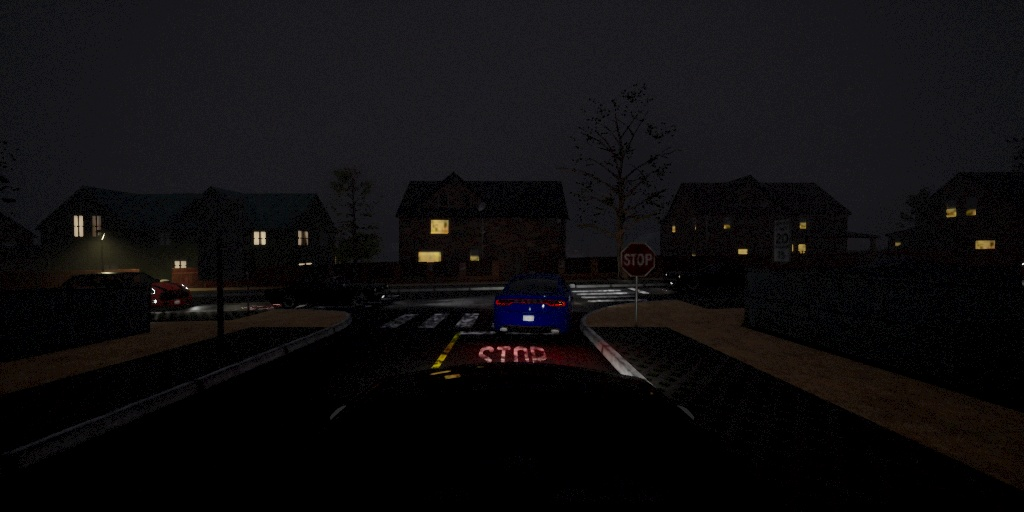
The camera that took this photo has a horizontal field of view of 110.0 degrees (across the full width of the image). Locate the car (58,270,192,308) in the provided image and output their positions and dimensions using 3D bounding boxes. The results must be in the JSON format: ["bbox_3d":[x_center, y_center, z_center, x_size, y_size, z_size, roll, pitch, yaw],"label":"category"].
[{"bbox_3d":[-16.798,1.472,15.572,4.553,1.767,2.097,-1,1,0],"label":"car"}]

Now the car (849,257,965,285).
[{"bbox_3d":[20.057,0.753,18.541,5.357,1.411,2.033,-1,1,0],"label":"car"}]

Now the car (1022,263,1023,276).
[{"bbox_3d":[29.567,0.335,18.532,4.553,1.767,2.097,-1,1,0],"label":"car"}]

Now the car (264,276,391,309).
[{"bbox_3d":[-7.810,1.506,15.579,4.718,1.301,1.895,-1,1,0],"label":"car"}]

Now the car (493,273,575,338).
[{"bbox_3d":[0.787,1.227,10.371,1.882,1.535,5.008,0,0,10],"label":"car"}]

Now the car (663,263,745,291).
[{"bbox_3d":[10.412,1.034,18.505,4.718,1.301,1.895,-1,1,-1],"label":"car"}]
